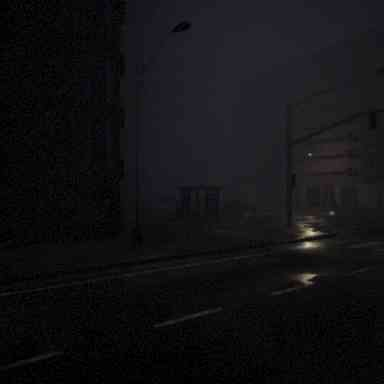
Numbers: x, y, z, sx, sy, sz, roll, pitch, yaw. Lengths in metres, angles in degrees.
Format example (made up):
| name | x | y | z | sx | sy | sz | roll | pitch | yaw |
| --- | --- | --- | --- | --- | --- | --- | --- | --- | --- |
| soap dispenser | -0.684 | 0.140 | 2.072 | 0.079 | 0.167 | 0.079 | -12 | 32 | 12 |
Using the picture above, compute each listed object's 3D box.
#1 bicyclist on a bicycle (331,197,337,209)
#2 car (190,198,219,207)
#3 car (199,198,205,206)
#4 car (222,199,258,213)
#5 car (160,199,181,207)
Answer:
| name | x | y | z | sx | sy | sz | roll | pitch | yaw |
| --- | --- | --- | --- | --- | --- | --- | --- | --- | --- |
| bicyclist on a bicycle | 19.594 | 1.528 | 45.858 | 1.656 | 1.620 | 0.582 | 0 | 0 | -37 |
| car | 2.111 | 1.790 | 56.698 | 2.033 | 1.411 | 5.357 | 0 | 0 | -37 |
| car | -0.678 | 1.725 | 54.584 | 2.128 | 1.511 | 4.902 | 0 | 0 | -37 |
| car | 5.735 | 1.670 | 40.178 | 1.882 | 1.535 | 5.008 | 0 | 0 | -37 |
| car | -3.467 | 1.391 | 52.471 | 1.994 | 1.385 | 4.181 | 0 | 0 | -37 |
